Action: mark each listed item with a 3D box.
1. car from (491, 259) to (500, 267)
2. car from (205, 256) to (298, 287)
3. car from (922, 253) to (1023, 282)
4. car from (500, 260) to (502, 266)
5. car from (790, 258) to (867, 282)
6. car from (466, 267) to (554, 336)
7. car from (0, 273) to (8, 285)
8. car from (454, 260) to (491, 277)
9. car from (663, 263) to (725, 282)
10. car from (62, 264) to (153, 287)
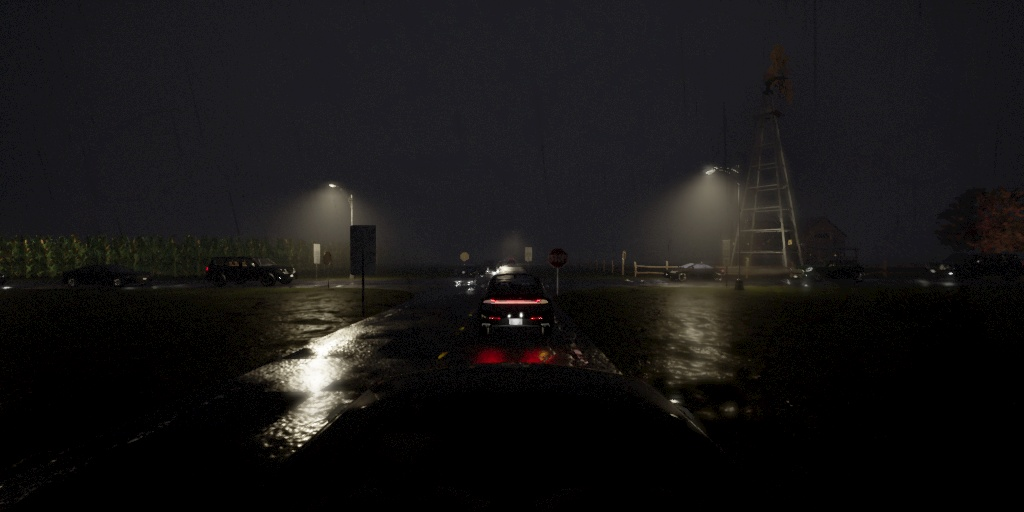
[{"bbox_3d":[-2.933,1.223,46.605,1.837,1.490,4.892,0,0,0],"label":"car"},{"bbox_3d":[-18.154,1.039,25.060,5.566,2.045,2.150,0,1,0],"label":"car"},{"bbox_3d":[34.511,0.812,26.883,5.566,2.045,2.150,0,1,3],"label":"car"},{"bbox_3d":[-2.945,1.304,56.790,1.895,1.301,4.718,0,0,0],"label":"car"},{"bbox_3d":[23.901,0.983,27.262,4.553,1.767,2.097,0,1,2],"label":"car"},{"bbox_3d":[0.095,1.239,10.340,2.128,1.511,4.902,0,0,0],"label":"car"},{"bbox_3d":[-38.429,1.419,25.017,4.674,1.442,1.812,0,1,-1],"label":"car"},{"bbox_3d":[-3.858,1.296,33.921,1.994,1.385,4.181,0,0,14],"label":"car"},{"bbox_3d":[13.921,1.229,27.542,4.181,1.385,1.994,0,1,2],"label":"car"},{"bbox_3d":[-28.189,1.332,25.066,5.008,1.535,1.882,0,1,0],"label":"car"}]
